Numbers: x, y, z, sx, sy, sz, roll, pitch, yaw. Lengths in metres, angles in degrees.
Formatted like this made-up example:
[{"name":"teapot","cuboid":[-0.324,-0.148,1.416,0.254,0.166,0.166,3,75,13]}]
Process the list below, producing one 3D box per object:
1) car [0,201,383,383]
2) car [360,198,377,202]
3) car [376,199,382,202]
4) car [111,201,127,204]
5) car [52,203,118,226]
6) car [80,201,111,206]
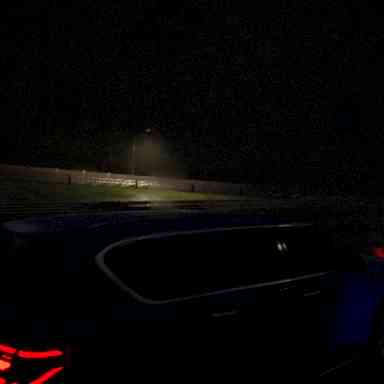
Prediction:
[{"name":"car","cuboid":[0.505,1.225,4.107,5.566,2.045,2.150,0,0,-35]},{"name":"car","cuboid":[25.608,1.580,48.026,4.902,1.511,2.128,0,0,-35]},{"name":"car","cuboid":[27.314,1.613,44.948,4.674,1.442,1.812,0,0,-35]},{"name":"car","cuboid":[-5.932,1.360,21.256,4.553,1.767,2.097,0,0,-36]},{"name":"car","cuboid":[-7.740,1.572,24.266,4.181,1.385,1.994,0,0,-36]},{"name":"car","cuboid":[-4.322,1.222,4.962,5.566,2.045,2.150,0,0,-36]}]
